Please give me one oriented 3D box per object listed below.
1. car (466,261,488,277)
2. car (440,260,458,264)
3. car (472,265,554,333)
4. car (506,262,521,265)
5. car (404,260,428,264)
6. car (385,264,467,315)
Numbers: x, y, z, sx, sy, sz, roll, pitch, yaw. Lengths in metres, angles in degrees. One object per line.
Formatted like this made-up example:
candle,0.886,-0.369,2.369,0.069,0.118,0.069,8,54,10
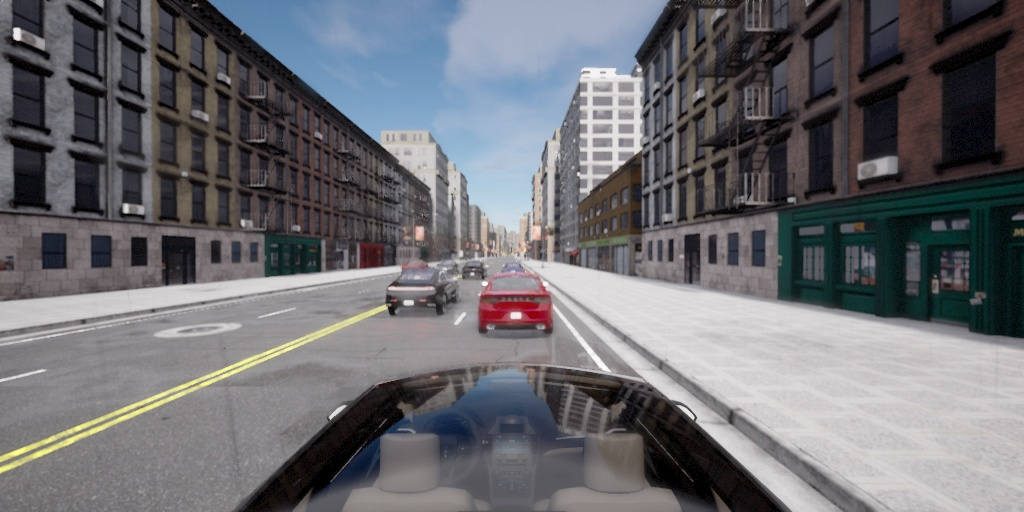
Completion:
car,-3.148,1.175,30.764,1.837,1.490,4.892,0,0,0
car,-6.596,1.147,36.690,2.128,1.511,4.902,0,0,0
car,0.100,1.201,10.627,1.882,1.535,5.008,0,0,0
car,0.101,1.234,30.966,1.994,1.385,4.181,0,0,0
car,-9.847,1.133,36.618,1.882,1.535,5.008,0,0,0
car,-3.152,1.207,13.370,2.128,1.511,4.902,0,0,0
